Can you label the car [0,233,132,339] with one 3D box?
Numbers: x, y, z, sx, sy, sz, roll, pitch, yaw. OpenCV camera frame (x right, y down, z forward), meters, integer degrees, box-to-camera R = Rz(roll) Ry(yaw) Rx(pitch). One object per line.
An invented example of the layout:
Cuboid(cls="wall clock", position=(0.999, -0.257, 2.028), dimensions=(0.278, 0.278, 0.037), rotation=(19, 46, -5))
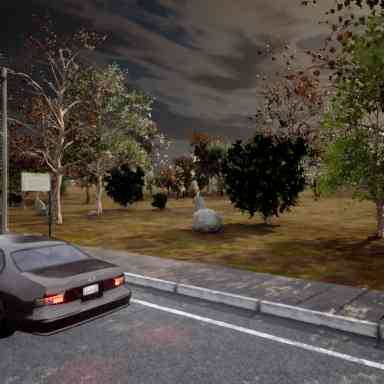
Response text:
Cuboid(cls="car", position=(-3.596, 1.547, 6.571), dimensions=(5.357, 1.411, 2.033), rotation=(0, 0, 36))
